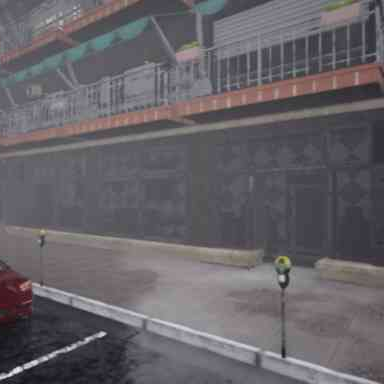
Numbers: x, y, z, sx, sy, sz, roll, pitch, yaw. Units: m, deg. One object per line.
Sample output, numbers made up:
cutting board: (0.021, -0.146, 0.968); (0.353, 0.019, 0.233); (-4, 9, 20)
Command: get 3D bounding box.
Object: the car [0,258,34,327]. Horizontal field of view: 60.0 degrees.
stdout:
car: (-4.439, 1.595, 5.887); (4.206, 1.307, 1.802); (0, 0, 35)
